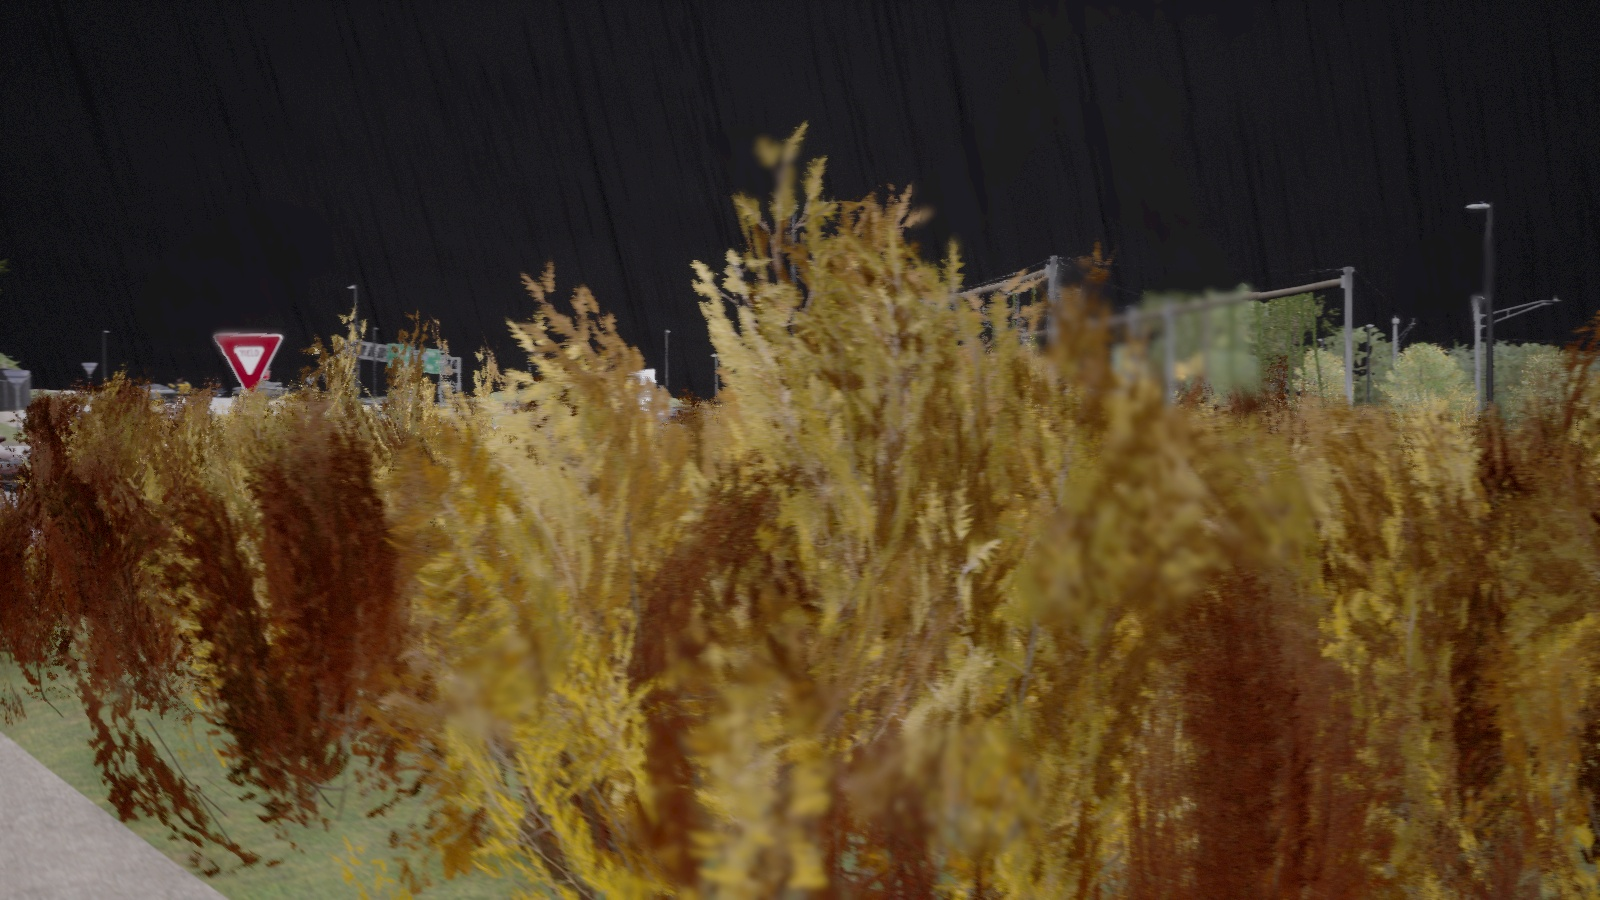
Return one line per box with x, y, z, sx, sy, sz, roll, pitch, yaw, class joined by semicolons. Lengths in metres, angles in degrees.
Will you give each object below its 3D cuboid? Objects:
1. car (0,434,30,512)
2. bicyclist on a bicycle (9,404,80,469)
-17.702;0.392;25.887;4.674;1.442;1.812;4;4;41;car
-21.611;-0.395;35.968;0.659;1.776;1.843;2;2;11;bicyclist on a bicycle
